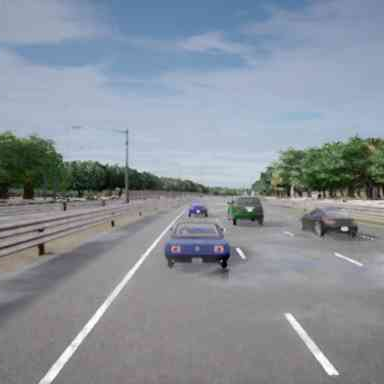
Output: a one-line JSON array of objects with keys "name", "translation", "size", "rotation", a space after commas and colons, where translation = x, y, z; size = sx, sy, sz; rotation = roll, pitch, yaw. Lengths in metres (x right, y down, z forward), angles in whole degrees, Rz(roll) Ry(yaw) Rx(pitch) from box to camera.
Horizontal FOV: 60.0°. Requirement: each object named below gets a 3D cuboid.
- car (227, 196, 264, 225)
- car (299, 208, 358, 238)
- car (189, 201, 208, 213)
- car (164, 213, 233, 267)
[{"name": "car", "translation": [3.905, 1.310, 24.826], "size": [2.150, 2.045, 5.566], "rotation": [0, 0, 1]}, {"name": "car", "translation": [7.270, 1.591, 18.055], "size": [1.812, 1.442, 4.674], "rotation": [0, 0, 1]}, {"name": "car", "translation": [0.623, 1.642, 33.176], "size": [1.812, 1.442, 4.674], "rotation": [0, 0, 2]}, {"name": "car", "translation": [0.176, 1.640, 11.540], "size": [1.895, 1.301, 4.718], "rotation": [0, 0, 1]}]
